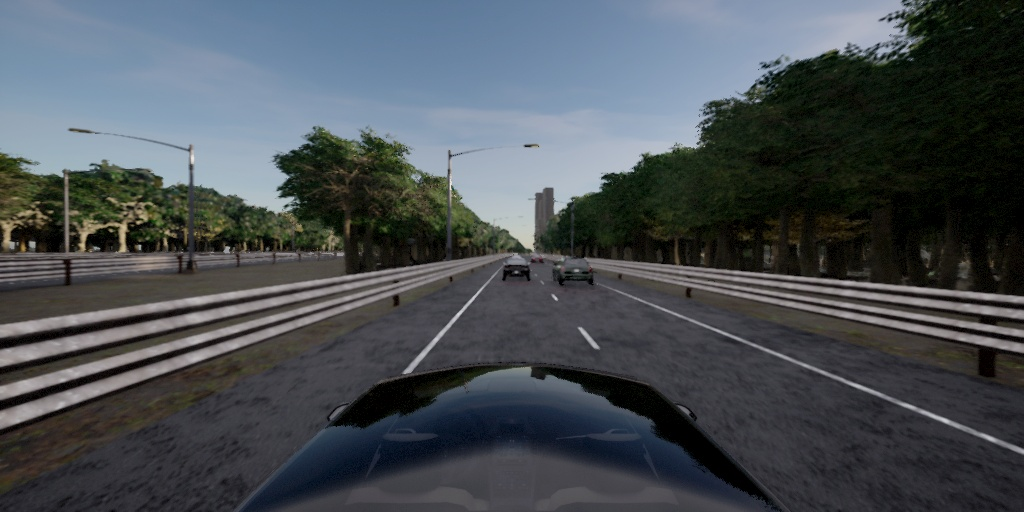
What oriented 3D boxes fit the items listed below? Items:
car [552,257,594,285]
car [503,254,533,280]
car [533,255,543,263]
[{"bbox_3d":[3.789,0.830,22.980,2.097,1.767,4.553,0,1,1],"label":"car"},{"bbox_3d":[0.335,0.883,26.662,1.882,1.535,5.008,0,1,1],"label":"car"},{"bbox_3d":[4.218,0.502,61.822,1.812,1.442,4.674,0,1,1],"label":"car"}]
